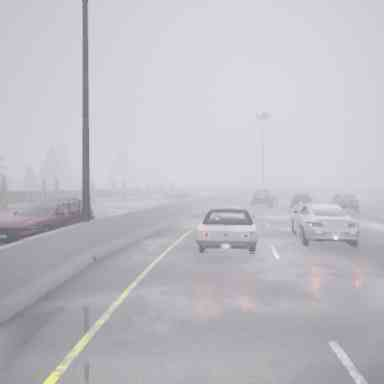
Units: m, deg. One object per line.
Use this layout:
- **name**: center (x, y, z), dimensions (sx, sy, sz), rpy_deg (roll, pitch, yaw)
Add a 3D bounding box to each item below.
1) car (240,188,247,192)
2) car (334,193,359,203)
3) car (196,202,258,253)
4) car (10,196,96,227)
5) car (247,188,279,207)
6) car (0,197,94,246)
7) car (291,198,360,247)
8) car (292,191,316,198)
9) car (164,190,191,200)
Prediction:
- **car**: center (9.990, 0.098, 52.824), dimensions (1.837, 1.490, 4.892), rpy_deg (0, 1, 34)
- **car**: center (12.555, 0.783, 27.306), dimensions (2.033, 1.411, 5.357), rpy_deg (0, 2, 21)
- **car**: center (1.352, 1.269, 12.164), dimensions (1.895, 1.301, 4.718), rpy_deg (0, 2, 8)
- **car**: center (-8.028, 1.023, 19.992), dimensions (2.033, 1.411, 5.357), rpy_deg (0, 1, 13)
- **car**: center (7.208, 0.466, 32.574), dimensions (2.097, 1.767, 4.553), rpy_deg (0, 2, 22)
- **car**: center (-5.713, 1.123, 13.289), dimensions (1.882, 1.535, 5.008), rpy_deg (0, 1, 10)
- **car**: center (5.064, 1.167, 13.028), dimensions (1.812, 1.442, 4.674), rpy_deg (0, 2, 10)
- **car**: center (10.475, 0.638, 31.381), dimensions (1.837, 1.490, 4.892), rpy_deg (0, 2, 22)
- **car**: center (-1.974, 0.400, 46.432), dimensions (1.895, 1.301, 4.718), rpy_deg (1, 2, 28)
